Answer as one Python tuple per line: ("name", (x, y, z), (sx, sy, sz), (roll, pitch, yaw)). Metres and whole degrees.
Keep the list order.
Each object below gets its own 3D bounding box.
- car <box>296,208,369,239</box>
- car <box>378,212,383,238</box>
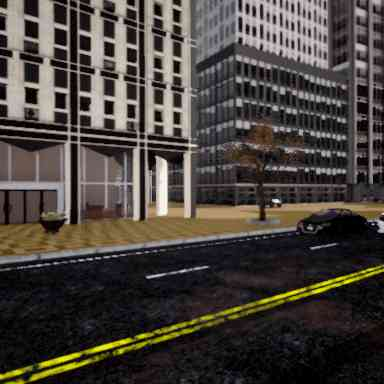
("car", (7.278, 1.544, 17.150), (4.181, 1.385, 1.994), (0, 0, -36))
("car", (11.181, 1.194, 15.989), (5.566, 2.045, 2.150), (0, 0, -36))
